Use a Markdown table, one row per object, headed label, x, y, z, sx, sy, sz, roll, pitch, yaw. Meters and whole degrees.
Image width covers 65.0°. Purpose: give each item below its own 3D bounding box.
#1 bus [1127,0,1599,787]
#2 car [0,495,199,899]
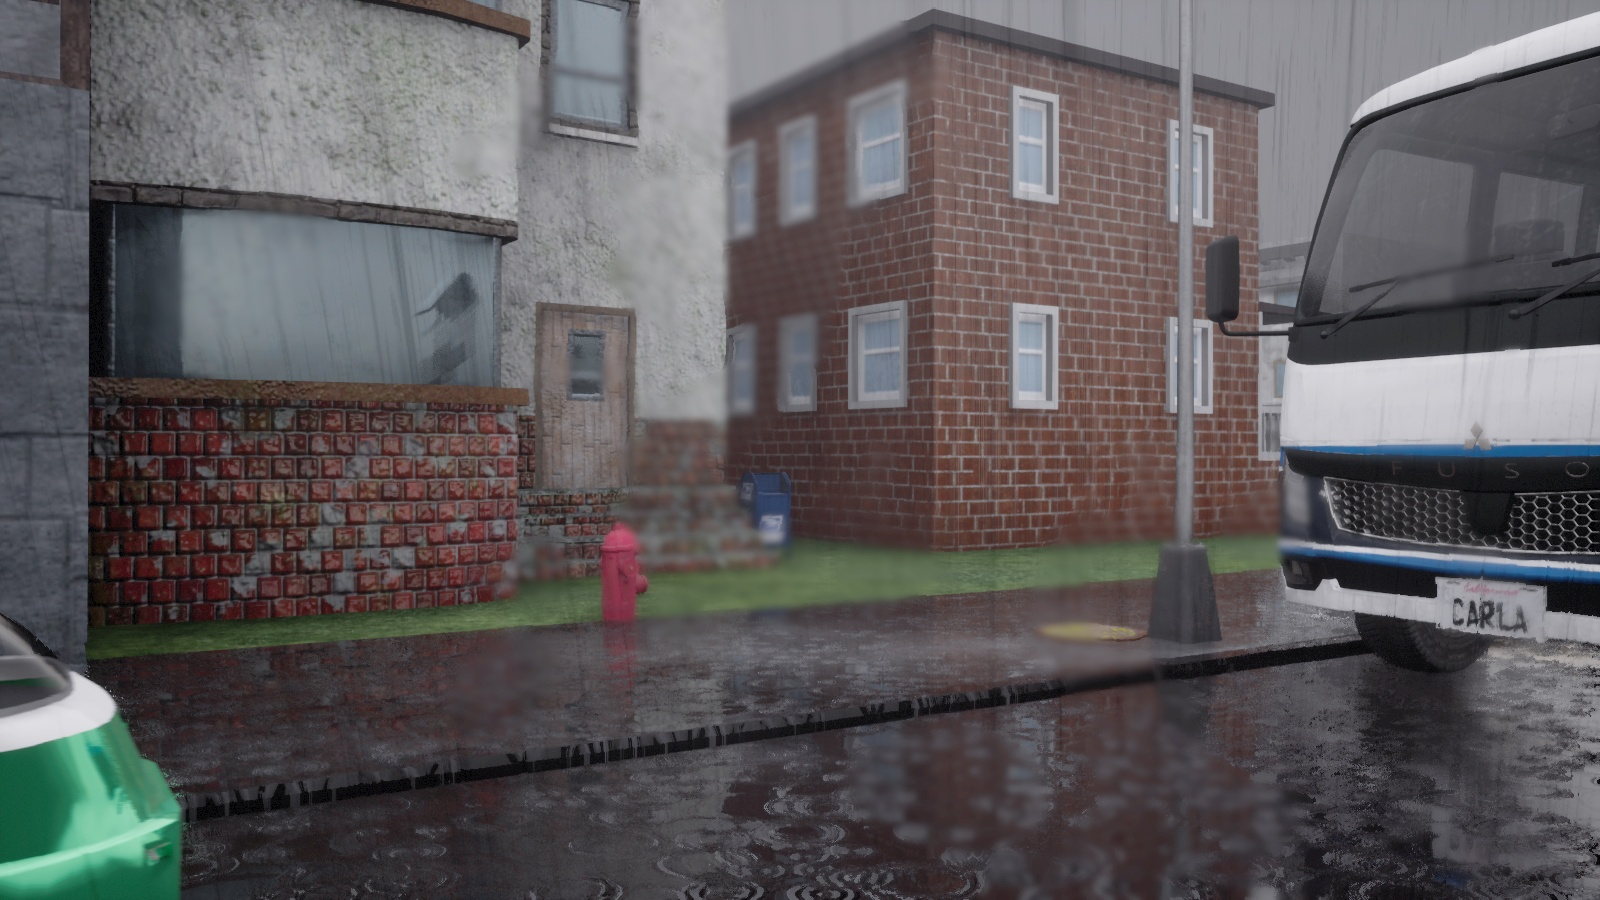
| label | x | y | z | sx | sy | sz | roll | pitch | yaw |
| --- | --- | --- | --- | --- | --- | --- | --- | --- | --- |
| bus | 7.587 | -0.626 | 8.924 | 10.273 | 4.253 | 3.944 | 0 | 0 | -29 |
| car | -2.561 | 0.810 | 2.577 | 2.207 | 1.376 | 1.481 | 1 | -1 | -33 |
